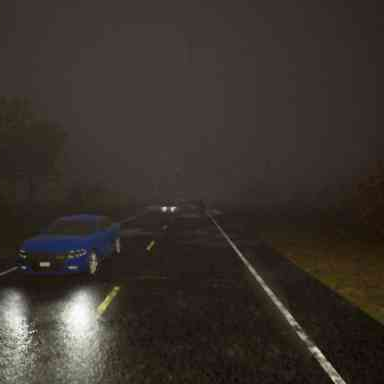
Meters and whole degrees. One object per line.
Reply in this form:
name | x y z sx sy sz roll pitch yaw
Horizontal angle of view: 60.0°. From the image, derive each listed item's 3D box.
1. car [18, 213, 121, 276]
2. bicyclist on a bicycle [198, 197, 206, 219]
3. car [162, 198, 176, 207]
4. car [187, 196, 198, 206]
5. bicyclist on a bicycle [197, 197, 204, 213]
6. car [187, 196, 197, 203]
car | -3.603 1.499 10.637 1.882 1.535 5.008 0 0 0
bicyclist on a bicycle | 0.960 1.500 28.562 0.582 1.620 1.656 0 0 0
car | -3.579 1.630 51.999 1.994 1.385 4.181 0 0 0
car | 0.090 1.630 57.421 1.994 1.385 4.181 0 0 0
bicyclist on a bicycle | 0.960 1.427 37.224 0.659 1.776 1.843 0 0 0
car | -0.009 1.614 73.695 1.994 1.385 4.181 0 0 0
